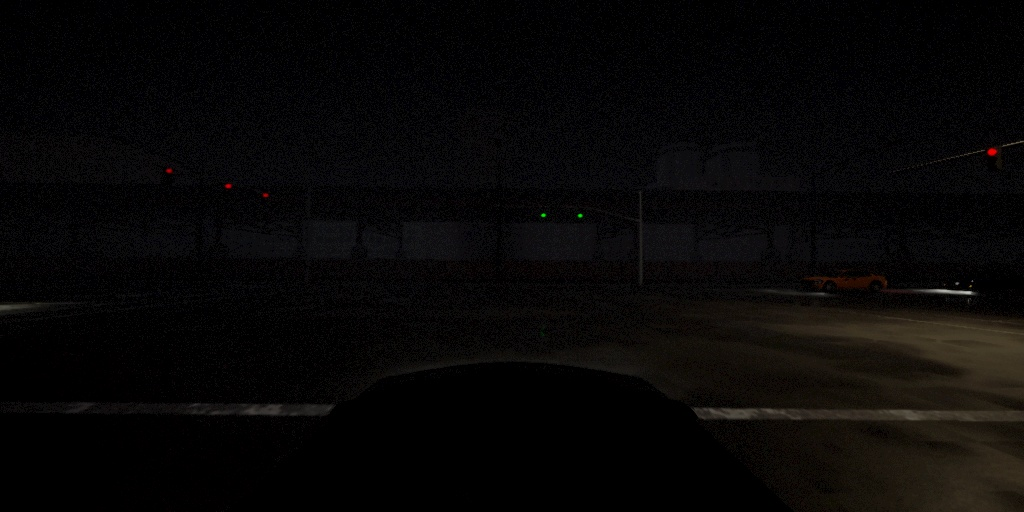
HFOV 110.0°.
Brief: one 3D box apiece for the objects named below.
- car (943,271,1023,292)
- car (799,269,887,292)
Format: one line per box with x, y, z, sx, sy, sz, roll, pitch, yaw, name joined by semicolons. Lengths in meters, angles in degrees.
32.590;1.696;24.658;4.181;1.385;1.994;0;-1;0;car
22.677;1.658;24.679;5.008;1.535;1.882;0;-1;0;car
